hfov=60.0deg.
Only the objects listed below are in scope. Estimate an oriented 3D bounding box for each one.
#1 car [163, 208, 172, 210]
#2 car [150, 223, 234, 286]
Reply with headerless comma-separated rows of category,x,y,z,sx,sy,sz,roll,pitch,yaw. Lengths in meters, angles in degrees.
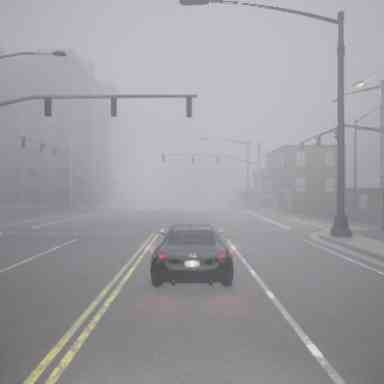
car,-4.048,3.457,56.538,1.837,1.490,4.892,0,-12,0
car,-0.005,1.537,9.307,1.994,1.385,4.181,0,0,0
